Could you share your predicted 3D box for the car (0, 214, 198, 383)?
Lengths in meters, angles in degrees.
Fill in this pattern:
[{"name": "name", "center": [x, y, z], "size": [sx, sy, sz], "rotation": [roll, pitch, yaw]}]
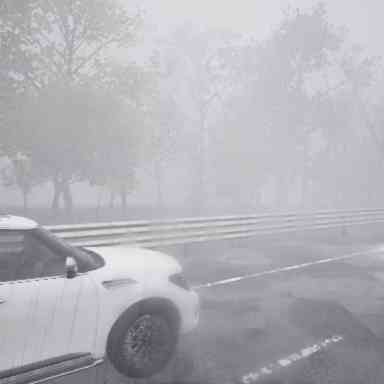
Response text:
[{"name": "car", "center": [-2.570, 1.241, 3.849], "size": [5.566, 2.045, 2.150], "rotation": [0, 0, -36]}]
